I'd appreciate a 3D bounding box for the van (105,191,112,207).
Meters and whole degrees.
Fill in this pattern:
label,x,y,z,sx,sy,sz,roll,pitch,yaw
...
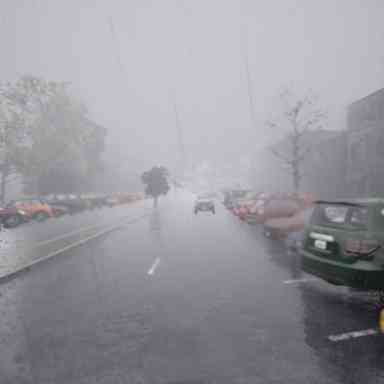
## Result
label,x,y,z,sx,sy,sz,roll,pitch,yaw
van,-12.010,1.009,38.922,4.442,1.987,1.878,-2,0,-18

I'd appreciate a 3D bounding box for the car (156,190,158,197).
label,x,y,z,sx,sy,sz,roll,pitch,yaw
car,-11.630,0.607,83.393,4.553,1.767,2.185,-2,1,-21

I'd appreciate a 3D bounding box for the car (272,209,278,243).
label,x,y,z,sx,sy,sz,roll,pitch,yaw
car,5.165,1.393,10.396,4.674,1.452,2.002,0,1,-18

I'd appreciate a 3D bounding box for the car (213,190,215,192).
label,x,y,z,sx,sy,sz,roll,pitch,yaw
car,6.747,0.817,55.577,5.366,1.575,1.946,0,0,-19

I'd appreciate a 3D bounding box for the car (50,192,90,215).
label,x,y,z,sx,sy,sz,roll,pitch,yaw
car,-12.414,1.091,29.944,5.566,2.045,2.435,-2,1,-18

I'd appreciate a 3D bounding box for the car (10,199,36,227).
label,x,y,z,sx,sy,sz,roll,pitch,yaw
car,-12.688,1.321,21.025,4.553,1.767,2.185,-2,0,-18

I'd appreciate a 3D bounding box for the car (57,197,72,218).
label,x,y,z,sx,sy,sz,roll,pitch,yaw
car,-12.473,1.417,26.986,4.674,1.452,2.002,-2,0,-18

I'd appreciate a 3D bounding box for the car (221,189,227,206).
label,x,y,z,sx,sy,sz,roll,pitch,yaw
car,5.739,0.890,28.437,5.566,2.045,2.435,0,1,-18

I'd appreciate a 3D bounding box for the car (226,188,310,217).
label,x,y,z,sx,sy,sz,roll,pitch,yaw
car,5.551,0.961,22.426,5.566,2.045,2.435,0,1,-18

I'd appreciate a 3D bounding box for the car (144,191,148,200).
label,x,y,z,sx,sy,sz,roll,pitch,yaw
car,-11.500,0.963,62.653,5.008,1.535,2.097,-2,1,-19

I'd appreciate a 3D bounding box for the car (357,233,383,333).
label,x,y,z,sx,sy,sz,roll,pitch,yaw
car,5.131,1.398,4.418,5.366,1.575,1.946,0,0,-18

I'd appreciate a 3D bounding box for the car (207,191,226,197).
label,x,y,z,sx,sy,sz,roll,pitch,yaw
car,6.469,0.470,88.728,4.674,1.452,2.002,0,1,-22

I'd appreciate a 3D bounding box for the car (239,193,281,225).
label,x,y,z,sx,sy,sz,roll,pitch,yaw
car,5.444,1.123,19.433,4.553,1.767,2.185,0,0,-18

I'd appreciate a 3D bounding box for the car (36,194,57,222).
label,x,y,z,sx,sy,sz,roll,pitch,yaw
car,-12.534,1.285,24.013,4.553,1.767,2.185,-2,1,-18

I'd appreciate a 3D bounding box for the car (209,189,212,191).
label,x,y,z,sx,sy,sz,roll,pitch,yaw
car,6.777,0.640,70.609,5.008,1.535,2.097,0,0,-20

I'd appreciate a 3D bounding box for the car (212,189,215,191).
label,x,y,z,sx,sy,sz,roll,pitch,yaw
car,6.652,0.784,58.524,5.008,1.535,2.097,0,1,-19

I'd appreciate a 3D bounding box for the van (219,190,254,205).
label,x,y,z,sx,sy,sz,roll,pitch,yaw
van,6.210,0.702,46.435,4.442,1.987,1.878,0,1,-18

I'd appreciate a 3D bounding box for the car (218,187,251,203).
label,x,y,z,sx,sy,sz,roll,pitch,yaw
car,5.974,0.819,34.473,5.566,2.045,2.435,0,0,-18

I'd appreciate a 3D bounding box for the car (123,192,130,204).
label,x,y,z,sx,sy,sz,roll,pitch,yaw
car,-11.820,1.162,47.821,4.792,1.488,2.163,-2,0,-18

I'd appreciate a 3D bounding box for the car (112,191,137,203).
label,x,y,z,sx,sy,sz,roll,pitch,yaw
car,-11.793,0.849,50.767,5.566,2.045,2.435,-2,1,-18

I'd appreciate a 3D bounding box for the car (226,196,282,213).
label,x,y,z,sx,sy,sz,roll,pitch,yaw
car,5.829,1.135,31.446,4.792,1.488,2.163,0,1,-18

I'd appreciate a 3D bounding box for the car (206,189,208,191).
label,x,y,z,sx,sy,sz,roll,pitch,yaw
car,6.682,0.283,79.650,5.566,2.045,2.435,0,1,-21

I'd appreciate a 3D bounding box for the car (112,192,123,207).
label,x,y,z,sx,sy,sz,roll,pitch,yaw
car,-11.848,1.195,41.919,5.366,1.575,1.946,-2,0,-18

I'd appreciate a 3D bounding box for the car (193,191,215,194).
label,x,y,z,sx,sy,sz,roll,pitch,yaw
car,1.593,1.001,45.247,2.128,1.511,4.902,-1,1,2

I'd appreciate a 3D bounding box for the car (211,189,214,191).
label,x,y,z,sx,sy,sz,roll,pitch,yaw
car,6.719,0.587,64.561,4.553,1.767,2.185,0,0,-20

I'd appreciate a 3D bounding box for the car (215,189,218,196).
label,x,y,z,sx,sy,sz,roll,pitch,yaw
car,6.160,0.748,40.478,5.566,2.045,2.435,0,0,-18

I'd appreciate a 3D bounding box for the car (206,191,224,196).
label,x,y,z,sx,sy,sz,roll,pitch,yaw
car,6.346,0.436,91.750,4.674,1.452,2.002,0,0,-23

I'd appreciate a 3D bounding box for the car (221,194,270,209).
label,x,y,z,sx,sy,sz,roll,pitch,yaw
car,6.045,1.034,37.464,5.008,1.535,2.097,0,1,-18

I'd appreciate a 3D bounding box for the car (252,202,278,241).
label,x,y,z,sx,sy,sz,roll,pitch,yaw
car,5.274,1.320,13.419,5.008,1.535,2.097,0,1,-18

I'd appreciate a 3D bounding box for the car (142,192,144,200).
label,x,y,z,sx,sy,sz,roll,pitch,yaw
car,-11.527,0.870,59.695,4.553,1.767,2.185,-2,1,-19

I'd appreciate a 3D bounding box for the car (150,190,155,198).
label,x,y,z,sx,sy,sz,roll,pitch,yaw
car,-11.481,0.830,74.502,5.008,1.535,2.097,-2,1,-20

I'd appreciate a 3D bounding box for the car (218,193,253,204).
label,x,y,z,sx,sy,sz,roll,pitch,yaw
car,6.436,0.922,49.501,4.792,1.488,2.163,0,0,-18

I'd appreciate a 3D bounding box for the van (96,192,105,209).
label,x,y,z,sx,sy,sz,roll,pitch,yaw
van,-12.098,1.043,35.945,4.442,1.987,1.878,-2,0,-18

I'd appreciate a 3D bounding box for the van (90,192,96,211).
label,x,y,z,sx,sy,sz,roll,pitch,yaw
van,-12.186,1.078,32.970,4.442,1.987,1.878,-2,0,-18

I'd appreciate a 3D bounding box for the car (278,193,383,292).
label,x,y,z,sx,sy,sz,roll,pitch,yaw
car,5.084,1.129,7.393,5.566,2.045,2.435,0,0,-18

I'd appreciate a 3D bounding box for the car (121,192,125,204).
label,x,y,z,sx,sy,sz,roll,pitch,yaw
car,-11.962,1.199,44.821,4.792,1.488,2.163,-2,1,-18

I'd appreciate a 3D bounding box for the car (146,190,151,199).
label,x,y,z,sx,sy,sz,roll,pitch,yaw
car,-11.494,0.926,68.564,4.792,1.488,2.163,-2,1,-20

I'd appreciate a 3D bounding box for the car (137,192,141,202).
label,x,y,z,sx,sy,sz,roll,pitch,yaw
car,-11.508,1.057,53.816,5.366,1.575,1.946,-2,0,-18

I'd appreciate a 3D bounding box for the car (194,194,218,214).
label,x,y,z,sx,sy,sz,roll,pitch,yaw
car,1.161,1.205,30.942,1.812,1.442,4.674,-1,1,2

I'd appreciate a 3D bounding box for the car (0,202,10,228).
label,x,y,z,sx,sy,sz,roll,pitch,yaw
car,-12.736,1.514,17.658,4.792,1.488,2.163,-2,0,-18

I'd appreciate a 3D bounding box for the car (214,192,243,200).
label,x,y,z,sx,sy,sz,roll,pitch,yaw
car,6.687,0.750,61.543,4.892,1.521,2.231,0,0,-19
